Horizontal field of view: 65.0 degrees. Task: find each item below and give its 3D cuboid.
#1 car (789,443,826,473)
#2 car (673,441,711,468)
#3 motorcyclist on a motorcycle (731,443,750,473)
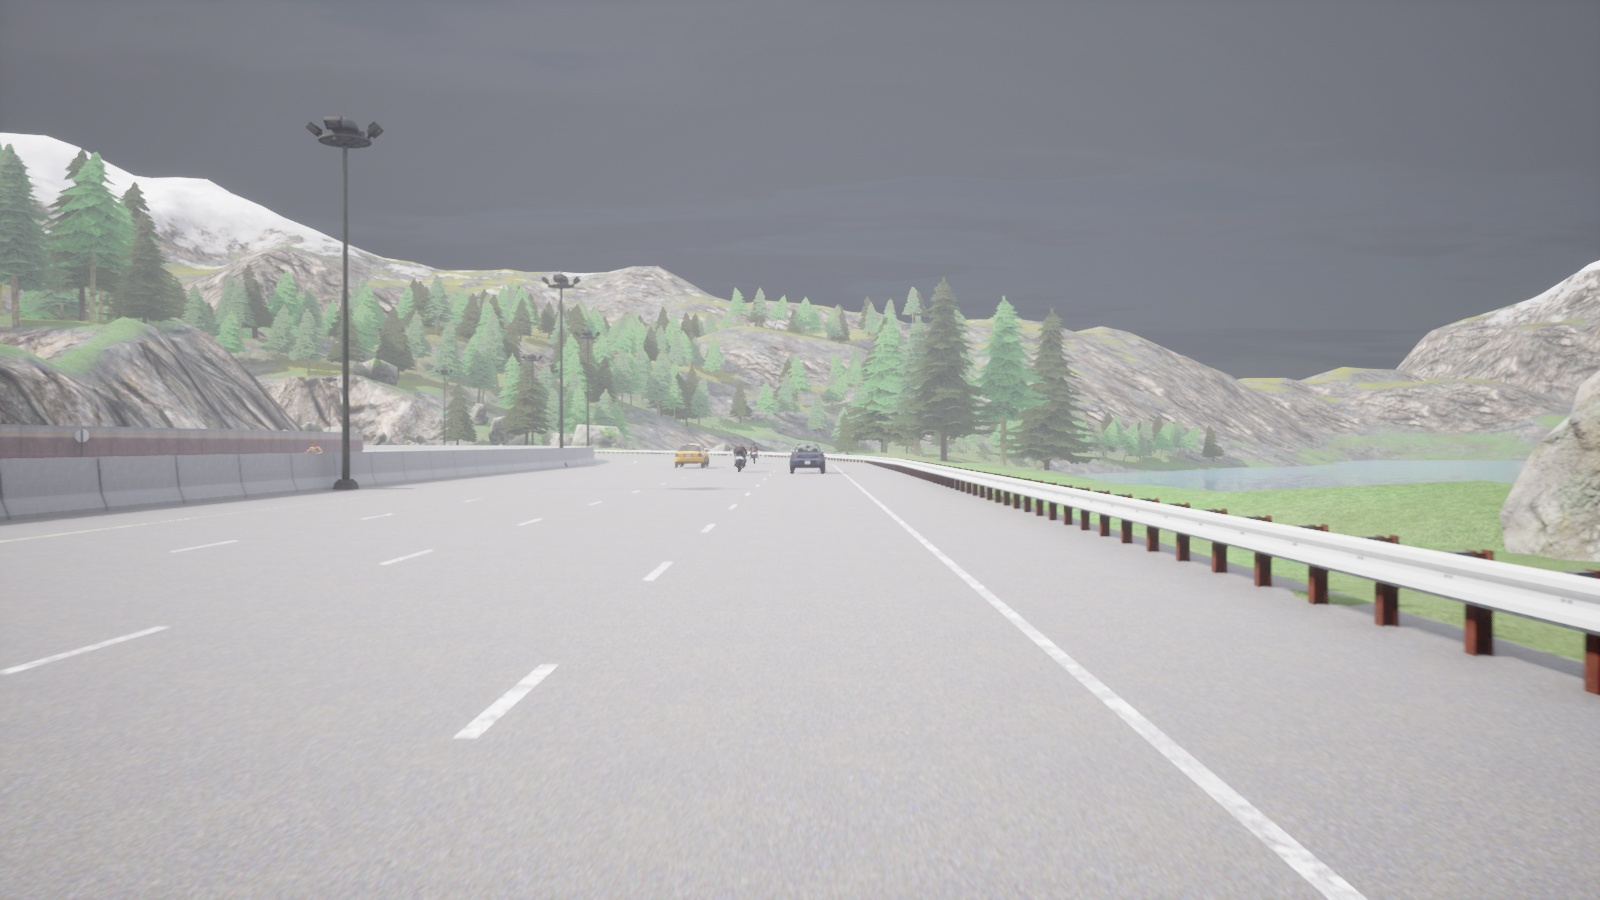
[{"bbox_3d":[0.382,0.402,63.624,1.816,1.474,4.193,0,0,0],"label":"car"},{"bbox_3d":[-6.545,0.250,76.378,1.801,1.575,5.366,0,0,0],"label":"car"},{"bbox_3d":[-3.106,0.409,65.630,0.866,1.530,2.191,0,0,0],"label":"motorcyclist on a motorcycle"}]
